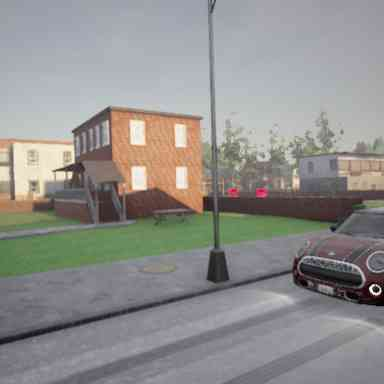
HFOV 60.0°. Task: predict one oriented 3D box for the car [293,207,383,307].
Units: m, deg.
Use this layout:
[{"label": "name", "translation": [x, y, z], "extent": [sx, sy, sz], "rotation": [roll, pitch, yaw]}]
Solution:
[{"label": "car", "translation": [4.351, 1.153, 7.427], "extent": [4.553, 1.767, 2.097], "rotation": [-2, 1, -33]}]
